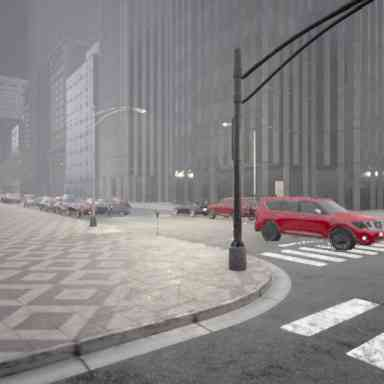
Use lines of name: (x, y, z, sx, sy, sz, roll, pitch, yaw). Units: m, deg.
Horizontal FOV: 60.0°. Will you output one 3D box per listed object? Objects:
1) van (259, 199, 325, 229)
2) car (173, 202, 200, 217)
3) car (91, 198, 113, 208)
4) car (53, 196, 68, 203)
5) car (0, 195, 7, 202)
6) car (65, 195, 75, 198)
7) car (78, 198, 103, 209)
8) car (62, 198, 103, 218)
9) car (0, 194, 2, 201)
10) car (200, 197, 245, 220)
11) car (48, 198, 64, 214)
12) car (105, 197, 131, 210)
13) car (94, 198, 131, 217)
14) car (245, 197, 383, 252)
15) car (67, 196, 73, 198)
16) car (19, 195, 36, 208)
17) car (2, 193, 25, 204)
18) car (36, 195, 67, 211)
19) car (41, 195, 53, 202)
van: (6.631, 1.379, 22.401, 1.690, 1.788, 3.998, 0, 0, -36)
car: (-0.064, 1.599, 31.481, 1.947, 1.339, 4.313, 0, 0, -36)
car: (-13.453, 1.601, 49.639, 1.802, 1.307, 4.206, 0, 0, -36)
car: (-26.942, 1.511, 67.935, 1.752, 1.417, 4.829, 0, 0, -36)
car: (-43.633, 1.466, 76.201, 1.752, 1.417, 4.829, 1, 0, -35)
car: (-20.021, 1.576, 53.729, 1.994, 1.385, 4.181, 0, 0, -36)
car: (-13.980, 1.547, 45.624, 1.812, 1.442, 4.674, 0, 0, -36)
car: (-10.288, 1.572, 30.981, 1.887, 1.381, 4.507, 0, 0, -36)
car: (-37.063, 1.285, 67.293, 2.192, 1.841, 5.009, 0, 0, -36)
car: (3.283, 1.351, 26.942, 2.192, 1.841, 5.009, 0, 0, -36)
car: (-13.635, 1.606, 35.520, 1.802, 1.307, 4.206, 0, 0, -36)
car: (-10.105, 1.464, 45.099, 1.967, 1.590, 4.097, 0, 0, -36)
car: (-7.807, 1.576, 31.945, 2.033, 1.411, 5.357, 0, 0, -36)
car: (5.337, 1.250, 14.653, 2.150, 2.045, 5.566, 0, 0, -41)
car: (-18.974, 1.609, 47.254, 1.994, 1.385, 4.181, 0, 0, -36)
car: (-23.675, 1.562, 49.136, 2.008, 1.369, 4.403, 0, 0, -36)
car: (-33.715, 1.298, 62.754, 2.192, 1.841, 5.009, 0, 0, -36)
car: (-16.982, 1.461, 40.059, 1.967, 1.590, 4.097, 0, 0, -36)
car: (-33.651, 1.482, 77.044, 1.752, 1.417, 4.829, 0, 0, -35)
